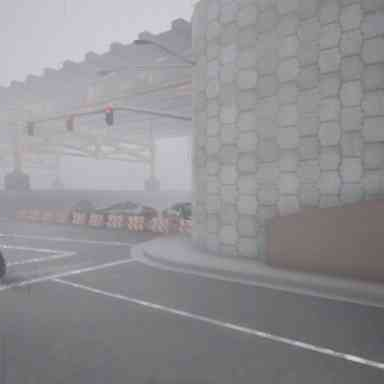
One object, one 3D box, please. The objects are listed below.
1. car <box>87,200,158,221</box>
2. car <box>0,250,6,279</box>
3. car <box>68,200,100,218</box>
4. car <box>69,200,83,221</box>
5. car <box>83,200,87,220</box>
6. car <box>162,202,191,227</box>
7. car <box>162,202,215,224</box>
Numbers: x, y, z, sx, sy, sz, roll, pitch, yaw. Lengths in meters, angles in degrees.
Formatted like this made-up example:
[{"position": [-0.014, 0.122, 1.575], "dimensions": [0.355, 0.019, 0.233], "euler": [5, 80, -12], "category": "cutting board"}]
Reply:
[{"position": [-5.047, 1.315, 24.618], "dimensions": [4.536, 1.218, 1.853], "euler": [0, 0, 0], "category": "car"}, {"position": [-6.642, 1.576, 8.401], "dimensions": [4.181, 1.385, 1.994], "euler": [0, 0, 32], "category": "car"}, {"position": [-8.798, 1.320, 27.429], "dimensions": [1.853, 1.218, 4.536], "euler": [0, 0, -10], "category": "car"}, {"position": [-8.789, 1.478, 27.378], "dimensions": [2.038, 1.542, 4.974], "euler": [0, 0, -10], "category": "car"}, {"position": [-5.098, 1.473, 24.618], "dimensions": [4.974, 1.542, 2.038], "euler": [0, 0, 0], "category": "car"}, {"position": [-0.334, 1.467, 22.024], "dimensions": [2.038, 1.542, 4.974], "euler": [0, 0, -25], "category": "car"}, {"position": [-0.356, 1.310, 22.072], "dimensions": [1.853, 1.218, 4.536], "euler": [0, 0, -25], "category": "car"}]
